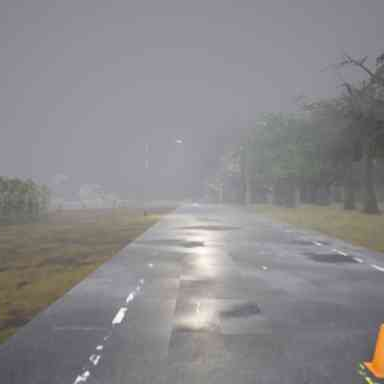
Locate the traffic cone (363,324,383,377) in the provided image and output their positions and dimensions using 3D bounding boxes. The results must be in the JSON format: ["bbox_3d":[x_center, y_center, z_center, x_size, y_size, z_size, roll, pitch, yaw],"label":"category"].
[{"bbox_3d":[2.442,1.987,4.252,0.340,0.580,0.340,0,0,0],"label":"traffic cone"}]
